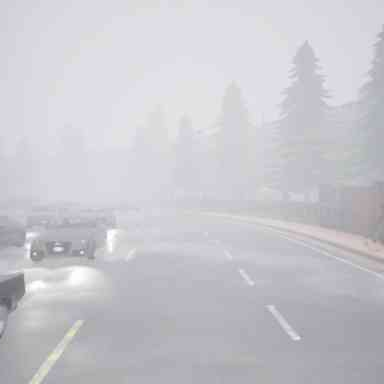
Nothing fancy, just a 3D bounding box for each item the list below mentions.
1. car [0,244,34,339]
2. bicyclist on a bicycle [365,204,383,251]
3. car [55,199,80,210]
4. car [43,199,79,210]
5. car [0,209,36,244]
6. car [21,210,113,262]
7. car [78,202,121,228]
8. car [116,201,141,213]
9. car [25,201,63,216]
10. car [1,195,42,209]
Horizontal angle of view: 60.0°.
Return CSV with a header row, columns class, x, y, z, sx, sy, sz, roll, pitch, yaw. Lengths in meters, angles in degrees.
class,x,y,z,sx,sy,sz,roll,pitch,yaw
car,-3.741,1.638,3.616,1.895,1.301,4.718,-1,0,-3
bicyclist on a bicycle,6.739,1.223,11.420,1.656,1.620,0.582,0,0,-3
car,-10.984,1.603,30.776,1.837,1.490,4.892,-1,0,-37
car,-17.848,1.688,45.134,4.674,1.442,1.812,0,0,25
car,-7.830,1.601,12.524,1.812,1.442,4.674,-1,0,-5
car,-4.367,1.603,12.364,1.994,1.385,4.181,-1,0,-6
car,-6.250,1.617,22.081,1.994,1.385,4.181,-1,0,-21
car,-7.942,1.663,37.931,1.895,1.301,4.718,-1,0,-44
car,-10.044,1.598,22.471,1.837,1.490,4.892,-1,0,-25
car,-21.971,1.430,43.070,5.566,2.045,2.150,0,0,21
